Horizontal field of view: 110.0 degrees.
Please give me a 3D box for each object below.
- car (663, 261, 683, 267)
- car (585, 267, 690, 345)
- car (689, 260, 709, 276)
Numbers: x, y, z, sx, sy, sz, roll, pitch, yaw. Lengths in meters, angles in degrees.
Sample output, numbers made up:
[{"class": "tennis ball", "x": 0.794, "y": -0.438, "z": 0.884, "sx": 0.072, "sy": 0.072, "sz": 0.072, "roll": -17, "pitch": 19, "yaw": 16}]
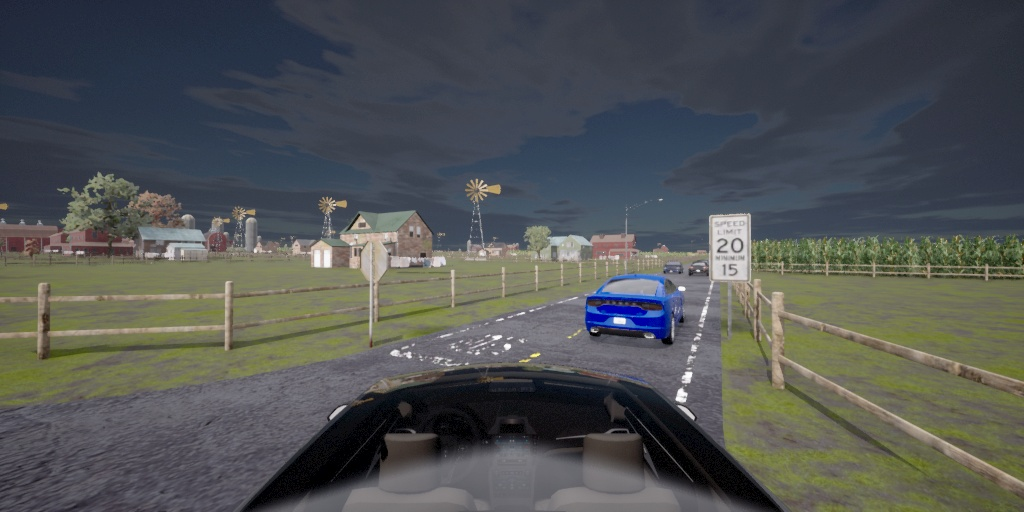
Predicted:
[{"class": "car", "x": 18.794, "y": 1.300, "z": 41.615, "sx": 2.033, "sy": 1.411, "sz": 5.357, "roll": 0, "pitch": 0, "yaw": 30}, {"class": "car", "x": 3.532, "y": 1.229, "z": 9.776, "sx": 1.882, "sy": 1.535, "sz": 5.008, "roll": 0, "pitch": 0, "yaw": 30}, {"class": "car", "x": 19.245, "y": 1.275, "z": 36.803, "sx": 1.812, "sy": 1.442, "sz": 4.674, "roll": 0, "pitch": 0, "yaw": 31}]
